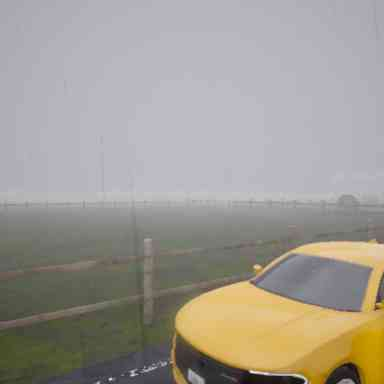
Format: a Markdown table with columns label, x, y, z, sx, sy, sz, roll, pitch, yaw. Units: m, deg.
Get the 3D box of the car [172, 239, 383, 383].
| label | x | y | z | sx | sy | sz | roll | pitch | yaw |
| --- | --- | --- | --- | --- | --- | --- | --- | --- | --- |
| car | 2.071 | 1.479 | 4.553 | 5.008 | 1.535 | 1.882 | 0 | 0 | -36 |
